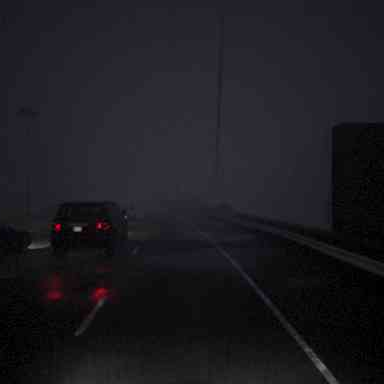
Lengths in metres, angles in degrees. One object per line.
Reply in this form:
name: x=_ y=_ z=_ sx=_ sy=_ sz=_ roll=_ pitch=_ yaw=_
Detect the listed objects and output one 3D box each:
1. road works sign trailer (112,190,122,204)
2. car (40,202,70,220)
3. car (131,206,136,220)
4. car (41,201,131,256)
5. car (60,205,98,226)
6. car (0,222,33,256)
road works sign trailer: x=-18.849 y=1.304 z=82.838 sx=2.380 sy=3.560 sz=2.880 roll=0 pitch=-1 yaw=-27
car: x=-13.797 y=1.835 z=33.779 sx=1.882 sy=1.535 sz=5.008 roll=0 pitch=-1 yaw=-10
car: x=-6.174 y=1.914 z=31.050 sx=1.895 sy=1.301 sz=4.718 roll=0 pitch=-1 yaw=-9
car: x=-4.055 y=1.366 z=13.906 sx=2.150 sy=2.045 sz=5.566 roll=0 pitch=0 yaw=-4
car: x=-9.090 y=1.830 z=27.193 sx=2.033 sy=1.411 sz=5.357 roll=0 pitch=-1 yaw=-9
car: x=-7.367 y=1.674 z=11.362 sx=2.033 sy=1.411 sz=5.357 roll=0 pitch=-1 yaw=-4
